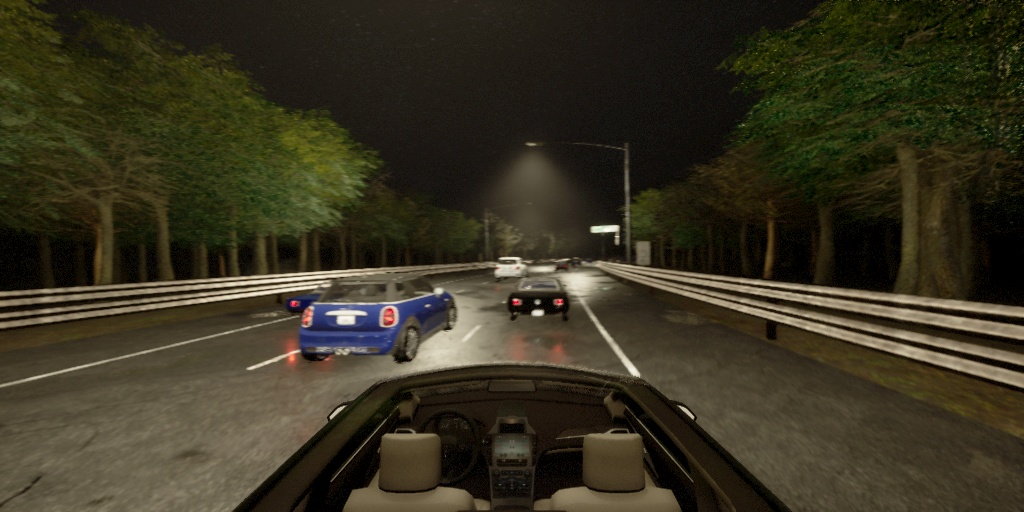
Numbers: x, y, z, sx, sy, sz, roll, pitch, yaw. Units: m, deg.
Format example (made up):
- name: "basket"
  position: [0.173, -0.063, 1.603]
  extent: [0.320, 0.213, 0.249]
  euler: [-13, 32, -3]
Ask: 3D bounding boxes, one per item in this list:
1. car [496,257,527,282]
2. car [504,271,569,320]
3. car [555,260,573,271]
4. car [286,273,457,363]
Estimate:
- name: "car"
  position: [0.038, 1.151, 31.372]
  extent: [2.150, 2.045, 5.566]
  euler: [-1, 0, 9]
- name: "car"
  position: [1.007, 1.406, 12.823]
  extent: [1.895, 1.301, 4.718]
  euler: [-1, 0, 6]
- name: "car"
  position: [7.364, 1.491, 52.552]
  extent: [2.033, 1.411, 5.357]
  euler: [-1, 0, 12]
- name: "car"
  position: [-2.811, 1.189, 8.623]
  extent: [2.097, 1.767, 4.553]
  euler: [-1, 0, 5]
